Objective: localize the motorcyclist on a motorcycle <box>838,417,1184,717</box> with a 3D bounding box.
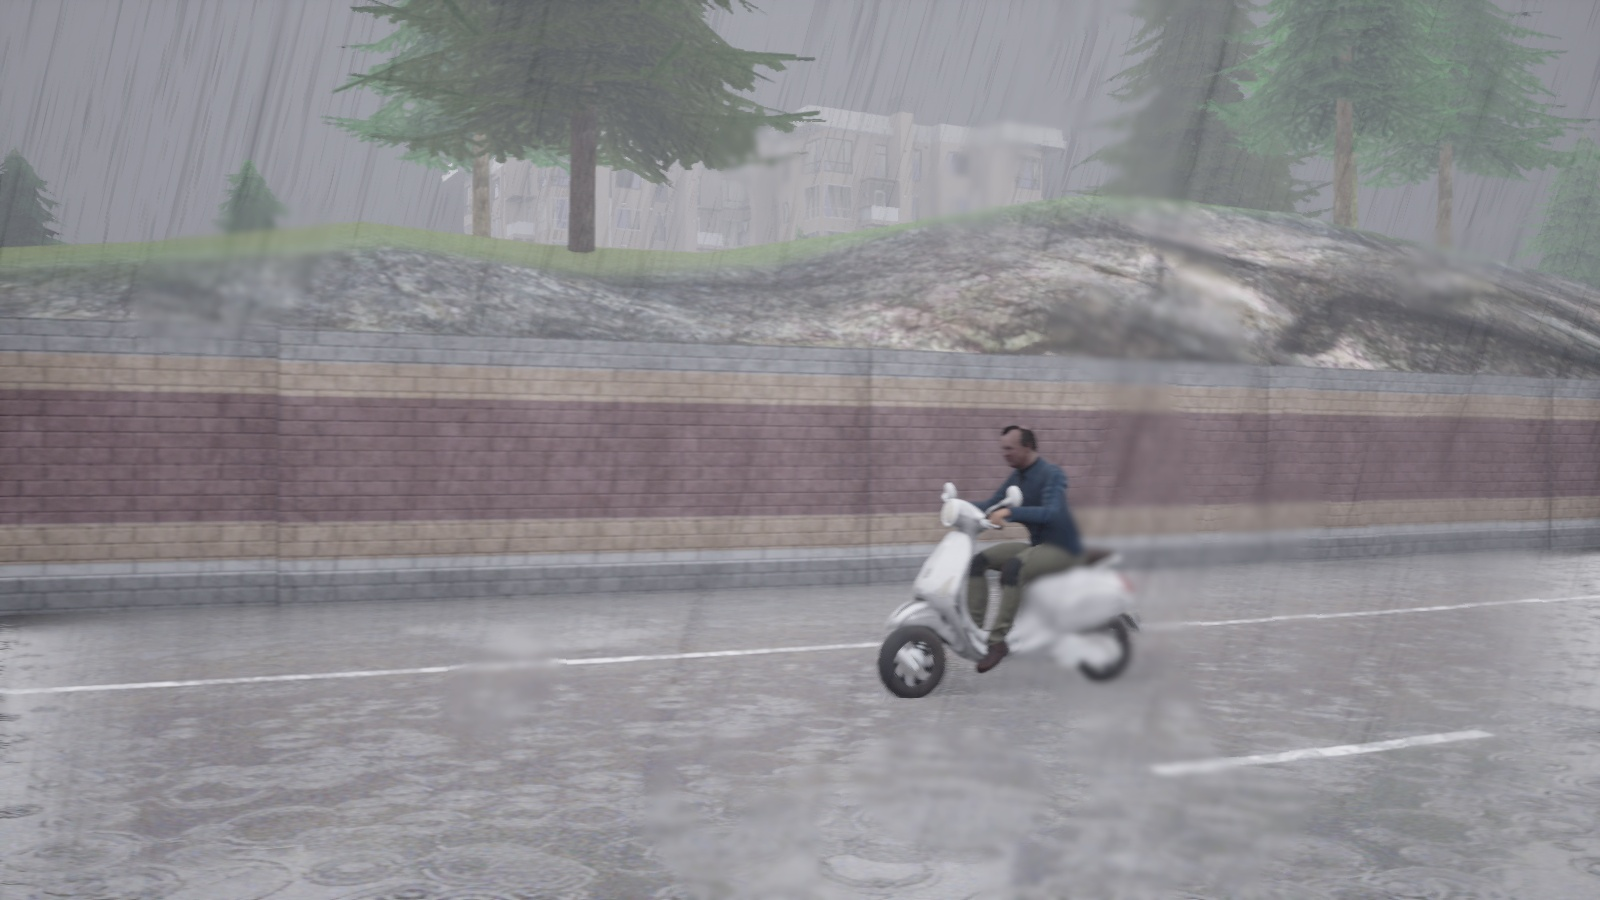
[{"bbox_3d":[1.250,0.618,7.477,1.817,1.590,0.866,-1,0,-22],"label":"motorcyclist on a motorcycle"}]
